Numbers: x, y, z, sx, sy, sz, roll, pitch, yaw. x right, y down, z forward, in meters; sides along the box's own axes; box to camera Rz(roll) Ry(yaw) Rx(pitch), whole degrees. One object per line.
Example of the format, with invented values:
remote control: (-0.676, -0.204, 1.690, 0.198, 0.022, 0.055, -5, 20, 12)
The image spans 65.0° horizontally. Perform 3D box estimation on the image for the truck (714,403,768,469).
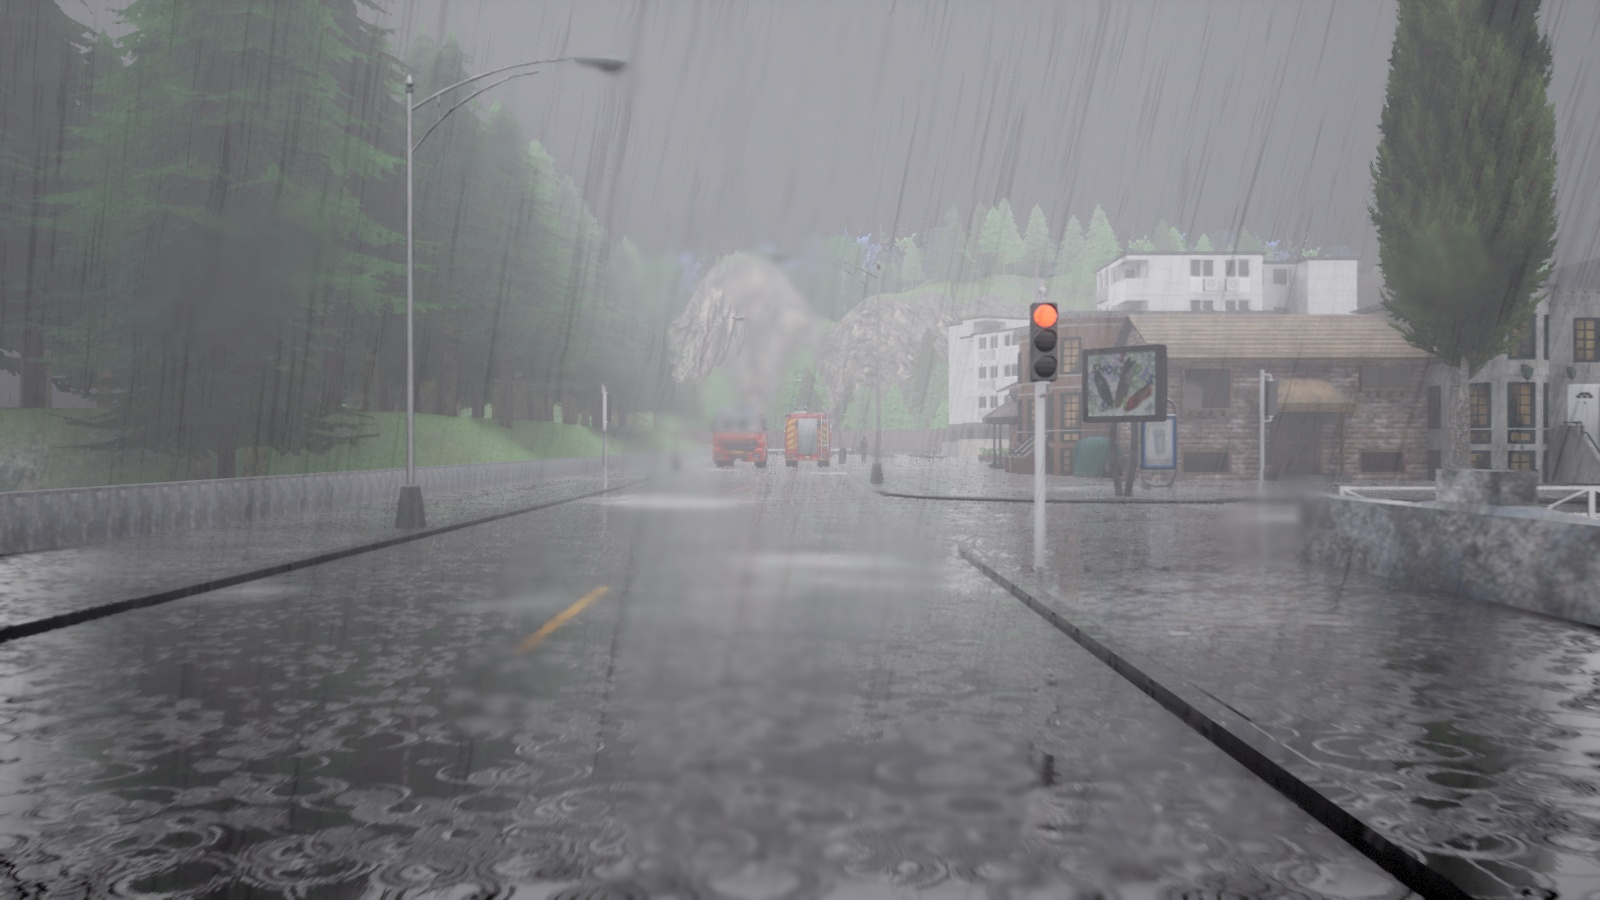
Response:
truck: (-3.537, -0.856, 77.138, 2.891, 3.827, 8.468, 0, 0, 0)

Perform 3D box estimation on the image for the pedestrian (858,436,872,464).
pedestrian: (4.313, -0.011, 83.469, 0.563, 1.883, 0.849, 0, 0, -23)

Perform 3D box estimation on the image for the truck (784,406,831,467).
truck: (0.495, -0.883, 82.598, 2.891, 3.827, 8.468, 0, 0, 0)
